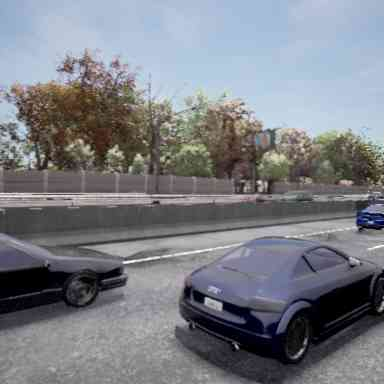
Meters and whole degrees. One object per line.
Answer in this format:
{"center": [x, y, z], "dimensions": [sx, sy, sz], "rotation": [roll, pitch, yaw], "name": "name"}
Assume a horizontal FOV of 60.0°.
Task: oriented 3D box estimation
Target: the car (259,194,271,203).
{"center": [11.121, 1.075, 42.259], "dimensions": [5.008, 1.535, 1.882], "rotation": [0, 1, -41], "name": "car"}

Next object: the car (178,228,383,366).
{"center": [1.795, 1.505, 5.840], "dimensions": [4.181, 1.385, 1.994], "rotation": [0, 1, -41], "name": "car"}

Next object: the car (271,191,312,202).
{"center": [11.908, 0.891, 38.286], "dimensions": [5.566, 2.045, 2.150], "rotation": [0, 1, -41], "name": "car"}

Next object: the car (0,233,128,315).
{"center": [-3.798, 1.381, 5.581], "dimensions": [5.357, 1.411, 2.033], "rotation": [0, 1, -41], "name": "car"}

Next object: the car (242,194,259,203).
{"center": [8.812, 1.038, 44.891], "dimensions": [4.674, 1.442, 1.812], "rotation": [0, 1, -41], "name": "car"}

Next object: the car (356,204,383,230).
{"center": [10.966, 1.415, 18.562], "dimensions": [5.008, 1.535, 1.882], "rotation": [0, 1, -41], "name": "car"}

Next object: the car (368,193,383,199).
{"center": [39.897, 0.866, 72.085], "dimensions": [4.553, 1.767, 2.097], "rotation": [1, 1, -41], "name": "car"}

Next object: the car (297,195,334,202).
{"center": [13.763, 1.298, 35.270], "dimensions": [5.357, 1.411, 2.033], "rotation": [0, 1, -41], "name": "car"}
